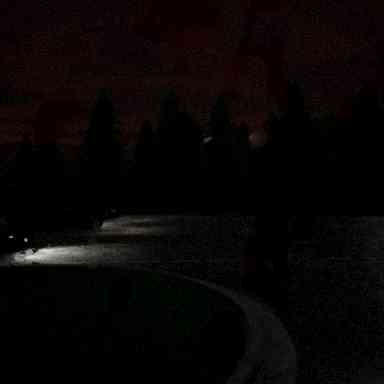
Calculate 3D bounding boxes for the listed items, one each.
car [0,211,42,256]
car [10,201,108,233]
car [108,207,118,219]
[{"bbox_3d":[-7.920,1.521,11.703,4.181,1.385,1.994,0,0,-5],"label":"car"},{"bbox_3d":[-7.616,1.430,18.762,5.008,1.535,1.882,0,0,-5],"label":"car"},{"bbox_3d":[-8.262,1.422,25.732,5.008,1.535,1.882,0,0,-5],"label":"car"}]
